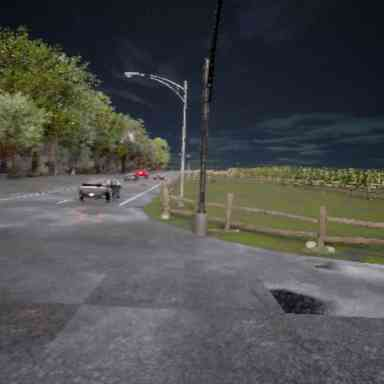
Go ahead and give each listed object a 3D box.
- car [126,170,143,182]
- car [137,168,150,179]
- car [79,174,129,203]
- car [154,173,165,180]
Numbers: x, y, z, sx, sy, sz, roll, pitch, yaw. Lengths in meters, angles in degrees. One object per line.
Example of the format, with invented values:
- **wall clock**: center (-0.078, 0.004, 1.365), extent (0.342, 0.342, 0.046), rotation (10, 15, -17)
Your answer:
- **car**: center (-9.473, -2.376, 52.225), extent (2.033, 1.411, 5.357), rotation (2, 4, 0)
- **car**: center (-9.658, -3.589, 65.255), extent (2.150, 2.045, 5.566), rotation (2, 4, -1)
- **car**: center (-5.772, -0.218, 21.497), extent (2.128, 1.511, 4.902), rotation (2, 4, -1)
- **car**: center (-6.058, -2.890, 62.593), extent (1.895, 1.301, 4.718), rotation (2, 4, -1)
